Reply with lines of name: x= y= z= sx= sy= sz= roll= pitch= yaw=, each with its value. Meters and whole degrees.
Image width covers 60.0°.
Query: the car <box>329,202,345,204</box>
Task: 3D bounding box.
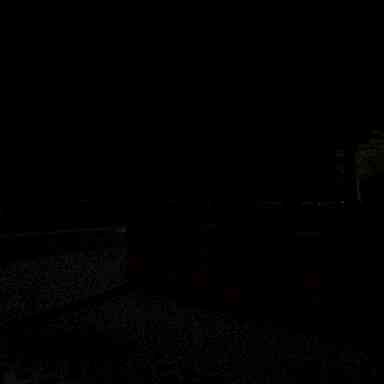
car: x=16.402 y=1.869 z=37.718 sx=4.902 sy=1.511 sz=2.128 roll=1 pitch=-1 yaw=-44
